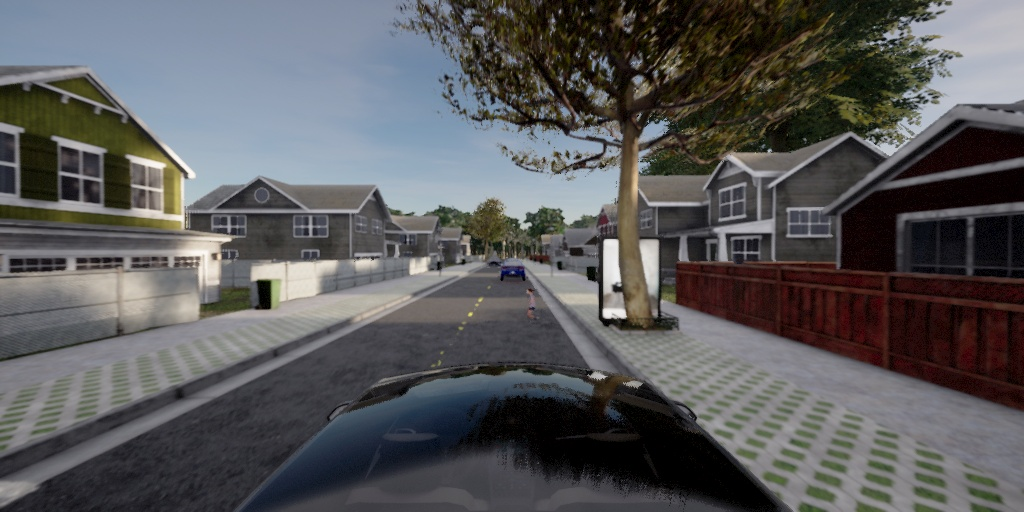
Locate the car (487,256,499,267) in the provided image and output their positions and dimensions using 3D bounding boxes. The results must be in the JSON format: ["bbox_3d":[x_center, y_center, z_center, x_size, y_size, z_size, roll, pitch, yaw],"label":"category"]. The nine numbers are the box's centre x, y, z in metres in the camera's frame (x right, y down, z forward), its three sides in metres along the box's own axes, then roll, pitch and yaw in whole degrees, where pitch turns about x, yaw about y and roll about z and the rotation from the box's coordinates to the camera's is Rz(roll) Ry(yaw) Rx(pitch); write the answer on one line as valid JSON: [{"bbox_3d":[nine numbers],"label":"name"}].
[{"bbox_3d":[-2.801,0.774,57.276,2.097,1.767,4.553,0,0,0],"label":"car"}]

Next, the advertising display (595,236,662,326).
[{"bbox_3d":[3.012,0.725,9.249,1.540,2.440,0.280,0,0,0],"label":"advertising display"}]

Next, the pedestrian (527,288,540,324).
[{"bbox_3d":[0.564,1.369,10.180,0.500,1.100,0.500,0,1,-8],"label":"pedestrian"}]

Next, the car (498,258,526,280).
[{"bbox_3d":[0.082,1.052,29.105,1.882,1.535,5.008,0,1,0],"label":"car"}]
